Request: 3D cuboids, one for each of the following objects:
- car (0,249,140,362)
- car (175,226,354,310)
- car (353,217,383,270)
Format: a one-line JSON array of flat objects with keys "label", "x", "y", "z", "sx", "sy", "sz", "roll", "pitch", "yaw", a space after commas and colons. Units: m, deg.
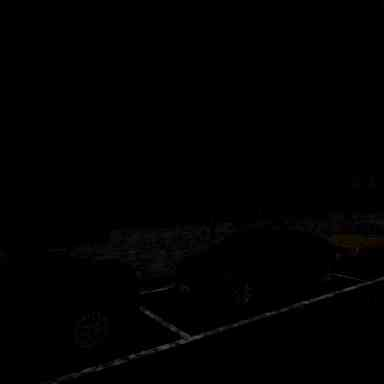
[{"label": "car", "x": -2.932, "y": 1.545, "z": 4.555, "sx": 4.507, "sy": 1.381, "sz": 1.887, "roll": 0, "pitch": 0, "yaw": -36}, {"label": "car", "x": 1.650, "y": 1.566, "z": 7.837, "sx": 4.313, "sy": 1.339, "sz": 1.947, "roll": 0, "pitch": 0, "yaw": -36}, {"label": "car", "x": 6.094, "y": 1.526, "z": 11.021, "sx": 4.829, "sy": 1.417, "sz": 1.752, "roll": 0, "pitch": 0, "yaw": -36}]
